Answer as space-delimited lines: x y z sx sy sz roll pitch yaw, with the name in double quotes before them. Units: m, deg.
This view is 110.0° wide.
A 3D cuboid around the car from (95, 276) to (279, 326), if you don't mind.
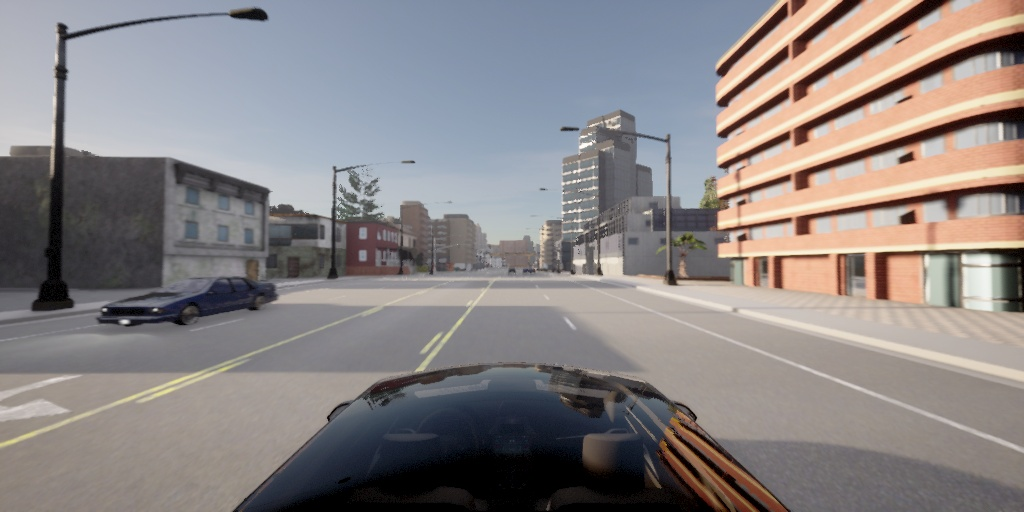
"car" -10.498 1.420 12.378 2.033 1.411 5.357 0 0 0
